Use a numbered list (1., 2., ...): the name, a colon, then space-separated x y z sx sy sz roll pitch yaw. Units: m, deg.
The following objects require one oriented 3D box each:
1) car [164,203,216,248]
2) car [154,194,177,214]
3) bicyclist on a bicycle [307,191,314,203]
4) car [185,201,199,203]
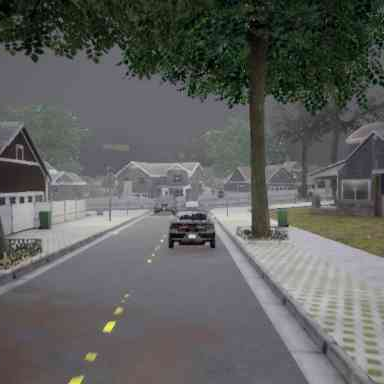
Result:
1. car: 0.000 1.474 14.661 1.882 1.535 5.008 0 0 0
2. car: -2.750 1.297 35.633 2.150 2.045 5.566 0 0 0
3. bicyclist on a bicycle: 16.145 0.666 44.913 0.582 1.620 1.656 -2 2 -25
4. car: 0.000 1.509 29.663 1.812 1.442 4.674 0 0 0
